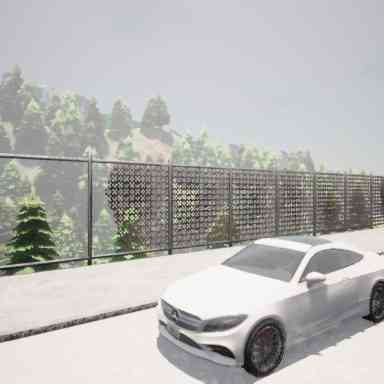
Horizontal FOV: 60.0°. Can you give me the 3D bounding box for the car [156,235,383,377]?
[{"bbox_3d":[1.646,1.525,5.674,4.674,1.442,1.812,0,0,-36],"label":"car"}]
